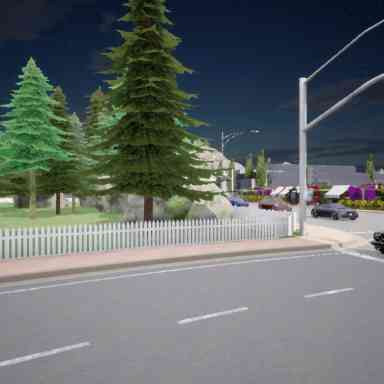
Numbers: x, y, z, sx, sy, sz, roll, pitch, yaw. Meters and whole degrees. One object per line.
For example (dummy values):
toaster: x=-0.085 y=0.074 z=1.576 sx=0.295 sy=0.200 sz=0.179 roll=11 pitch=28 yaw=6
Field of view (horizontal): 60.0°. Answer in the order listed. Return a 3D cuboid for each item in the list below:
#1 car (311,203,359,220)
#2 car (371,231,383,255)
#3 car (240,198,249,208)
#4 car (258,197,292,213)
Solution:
car: x=12.090 y=1.619 z=28.427 sx=1.994 sy=1.385 sz=4.181 roll=0 pitch=0 yaw=-16
car: x=8.591 y=1.615 z=11.409 sx=4.718 sy=1.301 sz=1.895 roll=1 pitch=0 yaw=-18
car: x=6.409 y=1.533 z=47.613 sx=1.882 sy=1.535 sz=5.008 roll=0 pitch=0 yaw=-17
car: x=9.337 y=1.408 z=37.718 sx=2.097 sy=1.767 sz=4.553 roll=0 pitch=0 yaw=-16
